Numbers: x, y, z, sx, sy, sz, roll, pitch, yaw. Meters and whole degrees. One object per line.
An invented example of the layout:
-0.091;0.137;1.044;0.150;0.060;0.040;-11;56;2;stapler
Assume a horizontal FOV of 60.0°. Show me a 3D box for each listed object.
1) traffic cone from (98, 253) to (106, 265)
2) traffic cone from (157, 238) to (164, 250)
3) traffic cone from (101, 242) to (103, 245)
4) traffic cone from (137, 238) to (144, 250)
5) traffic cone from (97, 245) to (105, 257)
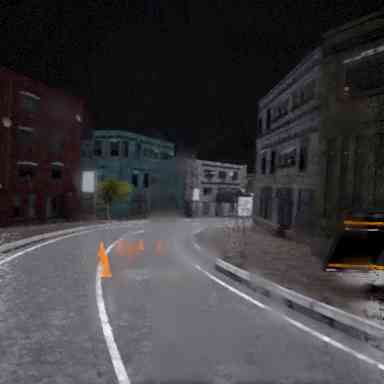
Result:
-2.701;2.325;10.441;0.340;0.580;0.340;2;-3;-17;traffic cone
-1.609;2.671;17.046;0.340;0.580;0.340;3;-3;-17;traffic cone
-3.876;2.454;14.261;0.340;0.580;0.340;3;-3;-17;traffic cone
-2.562;2.619;16.749;0.340;0.580;0.340;3;-3;-18;traffic cone
-3.289;2.390;12.351;0.340;0.580;0.340;3;-3;-17;traffic cone
